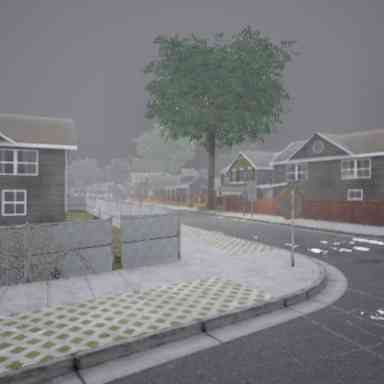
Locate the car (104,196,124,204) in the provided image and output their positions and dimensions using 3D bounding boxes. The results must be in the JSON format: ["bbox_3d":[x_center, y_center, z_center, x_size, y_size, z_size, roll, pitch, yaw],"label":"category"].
[{"bbox_3d":[-12.019,1.450,52.589,2.128,1.511,4.902,0,0,-23],"label":"car"}]

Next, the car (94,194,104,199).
[{"bbox_3d":[-23.601,1.385,86.524,1.812,1.442,4.674,0,0,-23],"label":"car"}]
